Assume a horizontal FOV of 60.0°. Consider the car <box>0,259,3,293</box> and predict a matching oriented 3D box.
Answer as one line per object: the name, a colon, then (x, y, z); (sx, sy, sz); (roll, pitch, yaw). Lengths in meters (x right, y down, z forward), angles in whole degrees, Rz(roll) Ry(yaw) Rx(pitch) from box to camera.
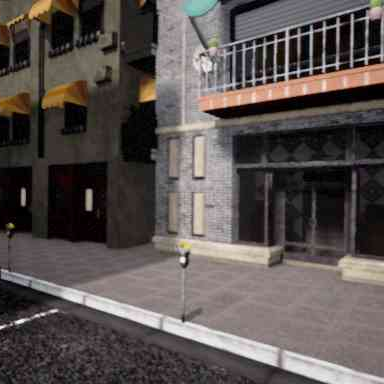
car: (-5.716, 1.511, 6.952); (4.507, 1.381, 1.887); (0, 1, 36)
